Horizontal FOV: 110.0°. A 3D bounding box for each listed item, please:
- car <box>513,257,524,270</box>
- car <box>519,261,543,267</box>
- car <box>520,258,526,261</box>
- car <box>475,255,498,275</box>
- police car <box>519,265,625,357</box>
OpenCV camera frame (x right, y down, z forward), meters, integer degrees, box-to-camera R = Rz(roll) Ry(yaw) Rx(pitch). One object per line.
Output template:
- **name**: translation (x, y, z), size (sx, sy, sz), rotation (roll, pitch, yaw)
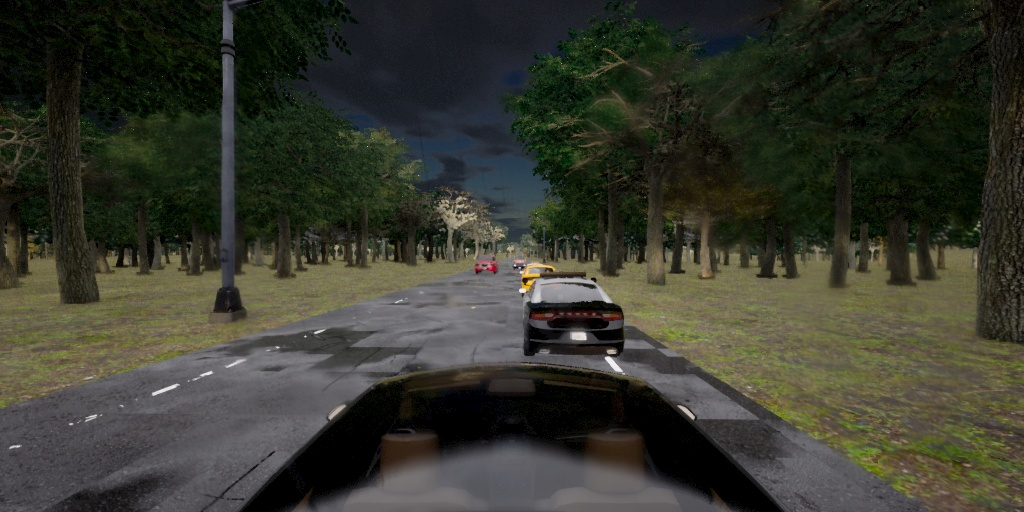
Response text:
- **car**: translation (1.092, 1.228, 48.582), size (1.895, 1.301, 4.718), rotation (0, 0, 2)
- **car**: translation (1.432, 1.208, 18.609), size (1.882, 1.535, 5.008), rotation (0, 0, 1)
- **car**: translation (1.572, 1.171, 24.797), size (1.801, 1.575, 5.366), rotation (0, 0, 1)
- **car**: translation (-2.668, 0.893, 38.597), size (2.150, 2.045, 5.566), rotation (0, 0, 1)
- **police car**: translation (1.209, 1.170, 8.719), size (1.930, 1.638, 5.238), rotation (0, 0, 1)
